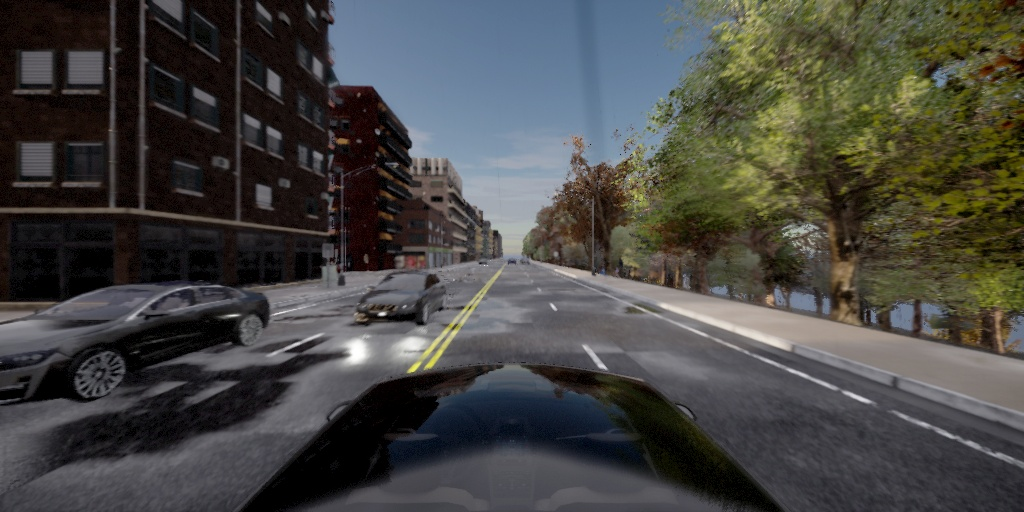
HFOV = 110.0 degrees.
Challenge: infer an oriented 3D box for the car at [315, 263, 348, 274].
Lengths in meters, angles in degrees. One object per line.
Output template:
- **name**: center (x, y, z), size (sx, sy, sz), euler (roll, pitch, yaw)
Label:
- **car**: center (-22.833, 1.592, 44.546), size (4.507, 1.381, 1.888), euler (0, 0, 0)

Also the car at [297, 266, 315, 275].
- **car**: center (-22.785, 1.623, 36.199), size (4.207, 1.307, 1.802), euler (0, 0, 0)

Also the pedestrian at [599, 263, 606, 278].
- **pedestrian**: center (7.868, 1.181, 30.576), size (0.375, 1.300, 0.375), euler (0, 0, 0)

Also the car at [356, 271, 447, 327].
- **car**: center (-3.345, 1.260, 11.672), size (1.837, 1.490, 4.892), euler (0, 0, 0)

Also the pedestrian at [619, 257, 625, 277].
- **pedestrian**: center (9.072, 0.909, 29.976), size (0.375, 1.860, 0.375), euler (0, 0, 0)

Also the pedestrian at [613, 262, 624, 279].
- **pedestrian**: center (8.631, 1.280, 29.375), size (0.500, 1.100, 0.500), euler (0, 0, 0)

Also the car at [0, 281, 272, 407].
- **car**: center (-6.599, 1.244, 6.455), size (2.128, 1.511, 4.902), euler (0, 0, 0)
